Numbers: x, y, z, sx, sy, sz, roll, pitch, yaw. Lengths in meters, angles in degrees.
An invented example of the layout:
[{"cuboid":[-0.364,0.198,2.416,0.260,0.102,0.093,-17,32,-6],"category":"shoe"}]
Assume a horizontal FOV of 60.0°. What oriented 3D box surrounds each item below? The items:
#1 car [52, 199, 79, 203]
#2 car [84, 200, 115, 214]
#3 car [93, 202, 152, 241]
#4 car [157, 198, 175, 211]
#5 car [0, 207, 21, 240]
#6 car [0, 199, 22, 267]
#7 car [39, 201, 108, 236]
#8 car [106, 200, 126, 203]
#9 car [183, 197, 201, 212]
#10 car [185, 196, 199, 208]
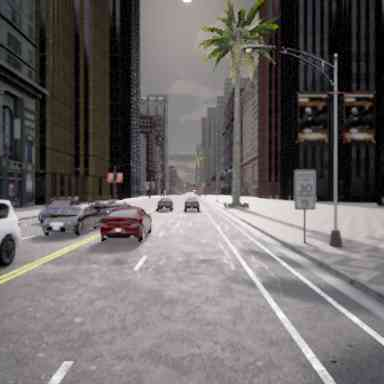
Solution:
[{"cuboid":[-9.752,1.344,25.237,2.097,1.767,4.553,0,0,0],"category":"car"},{"cuboid":[-9.793,1.590,35.595,1.895,1.301,4.718,0,0,1],"category":"car"},{"cuboid":[-3.151,1.472,16.665,1.882,1.535,5.008,0,0,0],"category":"car"},{"cuboid":[-3.219,1.494,41.136,1.837,1.490,4.892,0,0,1],"category":"car"},{"cuboid":[-9.831,1.521,15.024,1.812,1.442,4.674,0,0,0],"category":"car"},{"cuboid":[-6.593,1.219,8.533,2.150,2.045,5.566,0,0,0],"category":"car"},{"cuboid":[-6.562,1.486,18.577,2.128,1.511,4.902,0,0,1],"category":"car"},{"cuboid":[-6.502,1.483,28.699,2.128,1.511,4.902,0,0,0],"category":"car"},{"cuboid":[-0.002,1.493,39.187,1.837,1.490,4.892,0,0,0],"category":"car"},{"cuboid":[0.001,1.462,49.683,1.882,1.535,5.008,0,0,0],"category":"car"}]
